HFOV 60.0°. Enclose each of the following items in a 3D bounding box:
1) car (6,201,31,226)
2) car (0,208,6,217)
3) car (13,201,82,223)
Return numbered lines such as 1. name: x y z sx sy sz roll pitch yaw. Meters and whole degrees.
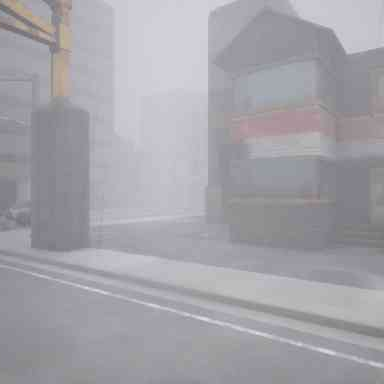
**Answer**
1. car: -9.710 1.453 22.725 2.038 1.542 4.974 0 0 15
2. car: -12.868 1.295 25.424 4.536 1.218 1.853 0 0 -30
3. car: -9.697 1.295 22.775 1.853 1.218 4.536 0 0 15
